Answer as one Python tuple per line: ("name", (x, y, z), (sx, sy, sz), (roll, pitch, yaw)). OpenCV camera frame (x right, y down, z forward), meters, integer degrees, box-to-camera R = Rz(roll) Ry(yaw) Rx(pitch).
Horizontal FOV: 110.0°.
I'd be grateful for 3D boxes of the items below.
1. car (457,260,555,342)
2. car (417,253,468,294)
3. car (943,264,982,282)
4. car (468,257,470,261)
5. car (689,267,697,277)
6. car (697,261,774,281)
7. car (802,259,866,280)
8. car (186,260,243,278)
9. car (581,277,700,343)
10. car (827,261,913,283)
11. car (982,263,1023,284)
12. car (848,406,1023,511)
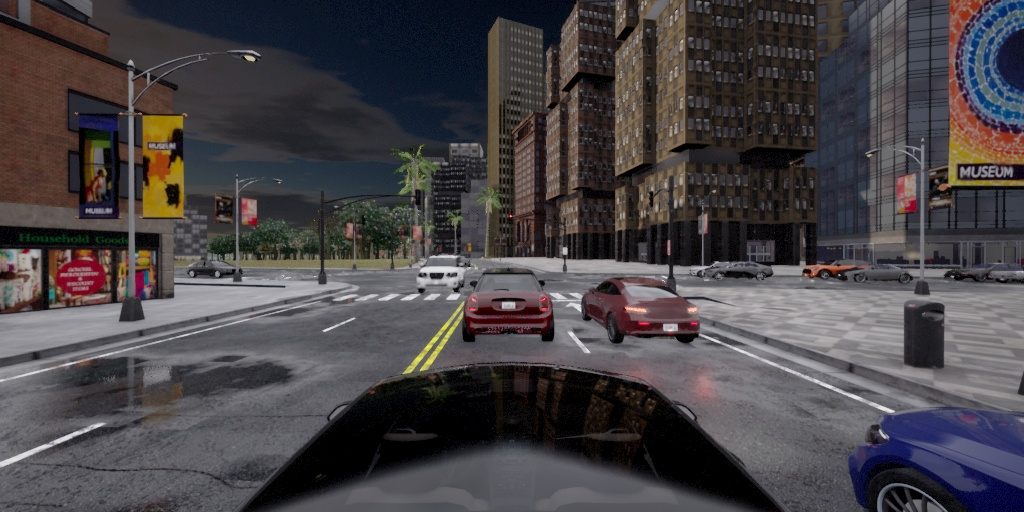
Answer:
("car", (-0.120, 1.101, 9.968), (2.097, 1.767, 4.553), (0, 0, -1))
("car", (-3.940, 0.968, 20.703), (2.150, 2.045, 5.566), (0, 0, -3))
("car", (36.987, 1.239, 27.370), (5.357, 1.411, 2.033), (0, 0, 13))
("car", (-7.290, 0.923, 54.960), (1.837, 1.490, 4.892), (0, 1, -8))
("car", (18.250, 1.204, 31.803), (4.674, 1.442, 1.812), (0, 0, 13))
("car", (17.879, 1.183, 28.550), (4.902, 1.511, 2.128), (0, 0, 13))
("car", (26.978, 1.035, 29.736), (4.553, 1.767, 2.097), (0, 0, 13))
("car", (-26.579, 1.157, 32.081), (4.892, 1.490, 1.837), (0, 0, 13))
("car", (3.139, 1.275, 9.531), (1.812, 1.442, 4.674), (0, 0, -1))
("car", (26.560, 1.260, 26.500), (4.181, 1.385, 1.994), (0, 0, 13))
("car", (36.024, 1.305, 24.259), (4.718, 1.301, 1.895), (0, 0, 14))
("car", (3.319, 1.276, 0.577), (1.812, 1.442, 4.674), (0, 0, 0))
